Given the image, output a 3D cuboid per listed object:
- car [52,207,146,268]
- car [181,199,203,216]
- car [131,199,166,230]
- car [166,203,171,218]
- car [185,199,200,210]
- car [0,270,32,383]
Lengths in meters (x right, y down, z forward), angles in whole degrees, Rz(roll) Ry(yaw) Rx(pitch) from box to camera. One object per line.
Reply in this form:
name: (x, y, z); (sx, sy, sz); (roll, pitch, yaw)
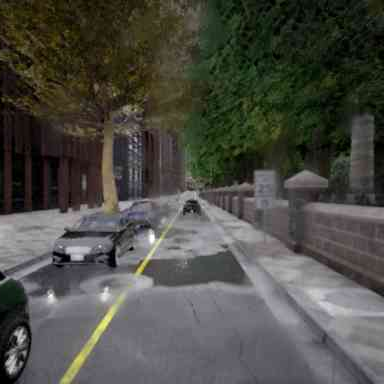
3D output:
car: (-3.090, 1.501, 11.422); (2.128, 1.511, 4.902); (0, 0, 0)
car: (0.005, 1.553, 33.487); (1.837, 1.490, 4.892); (0, 0, 0)
car: (-3.088, 1.373, 21.110); (2.097, 1.767, 4.553); (0, 0, 0)
car: (-3.062, 1.604, 31.103); (1.994, 1.385, 4.181); (0, 0, 0)
car: (0.038, 1.650, 46.497); (1.994, 1.385, 4.181); (0, 0, 1)
car: (-3.092, 1.354, 2.333); (2.097, 1.767, 4.553); (0, 0, 0)
